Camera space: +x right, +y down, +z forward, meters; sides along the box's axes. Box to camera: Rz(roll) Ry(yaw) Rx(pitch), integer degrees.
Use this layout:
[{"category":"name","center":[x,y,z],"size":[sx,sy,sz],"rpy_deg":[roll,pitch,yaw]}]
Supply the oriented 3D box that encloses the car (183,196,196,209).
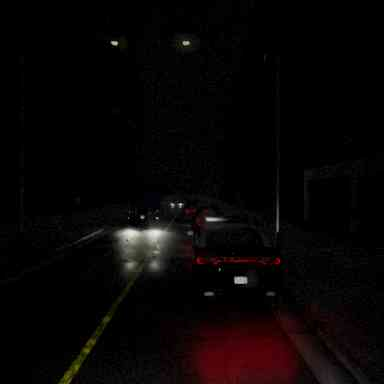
[{"category":"car","center":[0.012,1.599,46.004],"size":[1.895,1.301,4.718],"rpy_deg":[0,0,1]}]

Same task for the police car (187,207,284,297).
[{"category":"police car","center":[0.899,1.421,8.707],"size":[1.930,1.638,5.238],"rpy_deg":[0,0,0]}]

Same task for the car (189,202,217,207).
[{"category":"car","center":[0.898,1.520,18.597],"size":[1.812,1.442,4.674],"rpy_deg":[0,0,0]}]

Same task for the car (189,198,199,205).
[{"category":"car","center":[0.897,1.472,24.598],"size":[1.882,1.535,5.008],"rpy_deg":[0,0,0]}]

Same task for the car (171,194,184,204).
[{"category":"car","center":[-3.033,1.524,65.935],"size":[1.812,1.442,4.674],"rpy_deg":[0,0,1]}]

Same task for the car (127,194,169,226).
[{"category":"car","center":[-3.104,1.215,23.644],"size":[2.150,2.045,5.566],"rpy_deg":[0,0,0]}]

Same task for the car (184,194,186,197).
[{"category":"car","center":[-0.006,1.477,58.732],"size":[1.882,1.535,5.008],"rpy_deg":[0,0,0]}]
